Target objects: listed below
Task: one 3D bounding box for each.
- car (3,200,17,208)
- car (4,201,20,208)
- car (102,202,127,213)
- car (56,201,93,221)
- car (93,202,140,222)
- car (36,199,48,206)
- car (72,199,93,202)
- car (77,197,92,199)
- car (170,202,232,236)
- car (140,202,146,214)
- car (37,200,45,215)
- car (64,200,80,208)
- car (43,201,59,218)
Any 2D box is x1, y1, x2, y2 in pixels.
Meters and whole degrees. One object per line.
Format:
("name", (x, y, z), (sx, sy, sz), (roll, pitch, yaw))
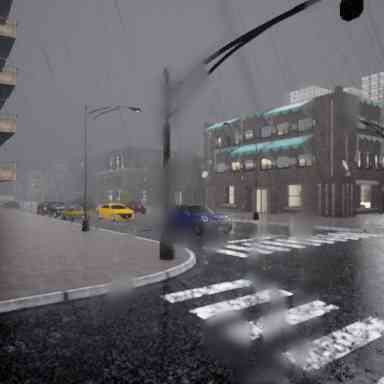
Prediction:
("car", (-37.218, 2.446, 67.942), (2.008, 1.369, 4.403), (-1, 0, -36))
("car", (-33.918, 2.371, 63.321), (1.887, 1.381, 4.507), (-1, 0, -36))
("car", (-10.585, 2.080, 45.070), (1.802, 1.307, 4.206), (-1, 0, -36))
("car", (-10.784, 1.867, 30.802), (1.752, 1.417, 4.829), (-1, 0, -36))
("car", (-6.924, 1.791, 29.998), (1.882, 1.535, 5.008), (0, 0, -36))
("car", (-37.079, 2.580, 82.166), (1.752, 1.417, 4.829), (-1, 0, -36))
("car", (-14.884, 2.042, 46.554), (1.837, 1.490, 4.892), (0, -1, -35))
("car", (-18.717, 1.903, 57.190), (2.150, 2.045, 5.566), (0, -1, -36))
("car", (0.299, 1.517, 19.885), (2.097, 1.767, 4.553), (0, -1, -36))
("car", (-7.271, 1.869, 40.464), (1.967, 1.590, 4.097), (-1, 0, -36))
("car", (-17.410, 1.921, 40.232), (1.967, 1.590, 4.097), (-1, 0, -36))
("car", (-22.732, 2.286, 62.883), (1.812, 1.442, 4.674), (0, -1, -36))
("car", (-14.139, 1.963, 35.591), (2.008, 1.369, 4.403), (-1, 0, -36))
